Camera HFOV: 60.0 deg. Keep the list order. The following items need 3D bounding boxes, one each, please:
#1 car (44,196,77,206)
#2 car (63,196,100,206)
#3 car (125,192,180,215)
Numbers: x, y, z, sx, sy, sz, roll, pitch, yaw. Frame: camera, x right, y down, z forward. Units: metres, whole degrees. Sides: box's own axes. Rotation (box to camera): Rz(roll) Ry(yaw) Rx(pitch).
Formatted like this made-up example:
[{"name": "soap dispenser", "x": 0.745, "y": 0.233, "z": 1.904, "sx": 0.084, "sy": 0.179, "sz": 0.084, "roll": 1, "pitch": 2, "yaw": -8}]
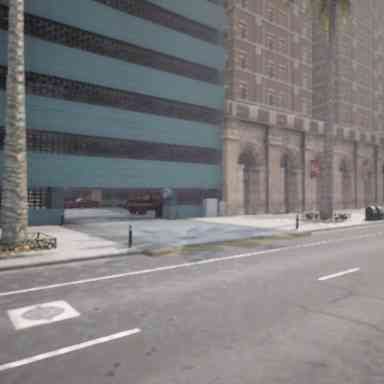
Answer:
[{"name": "car", "x": -22.132, "y": 1.451, "z": 56.028, "sx": 4.786, "sy": 1.482, "sz": 2.161, "roll": 0, "pitch": 0, "yaw": -37}, {"name": "car", "x": -15.478, "y": 1.497, "z": 46.516, "sx": 4.718, "sy": 1.301, "sz": 1.895, "roll": 0, "pitch": 0, "yaw": -37}, {"name": "car", "x": -3.672, "y": 1.059, "z": 32.250, "sx": 5.566, "sy": 2.045, "sz": 2.435, "roll": 0, "pitch": 0, "yaw": -37}]
